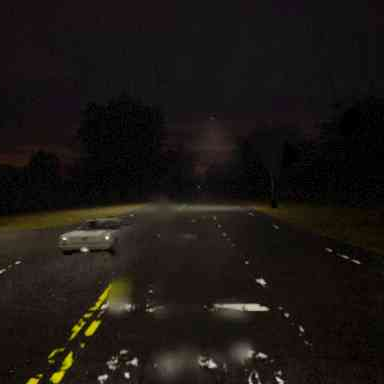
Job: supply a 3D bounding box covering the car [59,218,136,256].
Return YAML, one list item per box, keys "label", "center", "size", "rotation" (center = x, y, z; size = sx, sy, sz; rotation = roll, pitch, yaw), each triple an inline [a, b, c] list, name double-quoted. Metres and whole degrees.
- label: "car"
  center: [-3.563, 1.737, 13.300]
  size: [1.895, 1.301, 4.718]
  rotation: [-2, -3, 0]
